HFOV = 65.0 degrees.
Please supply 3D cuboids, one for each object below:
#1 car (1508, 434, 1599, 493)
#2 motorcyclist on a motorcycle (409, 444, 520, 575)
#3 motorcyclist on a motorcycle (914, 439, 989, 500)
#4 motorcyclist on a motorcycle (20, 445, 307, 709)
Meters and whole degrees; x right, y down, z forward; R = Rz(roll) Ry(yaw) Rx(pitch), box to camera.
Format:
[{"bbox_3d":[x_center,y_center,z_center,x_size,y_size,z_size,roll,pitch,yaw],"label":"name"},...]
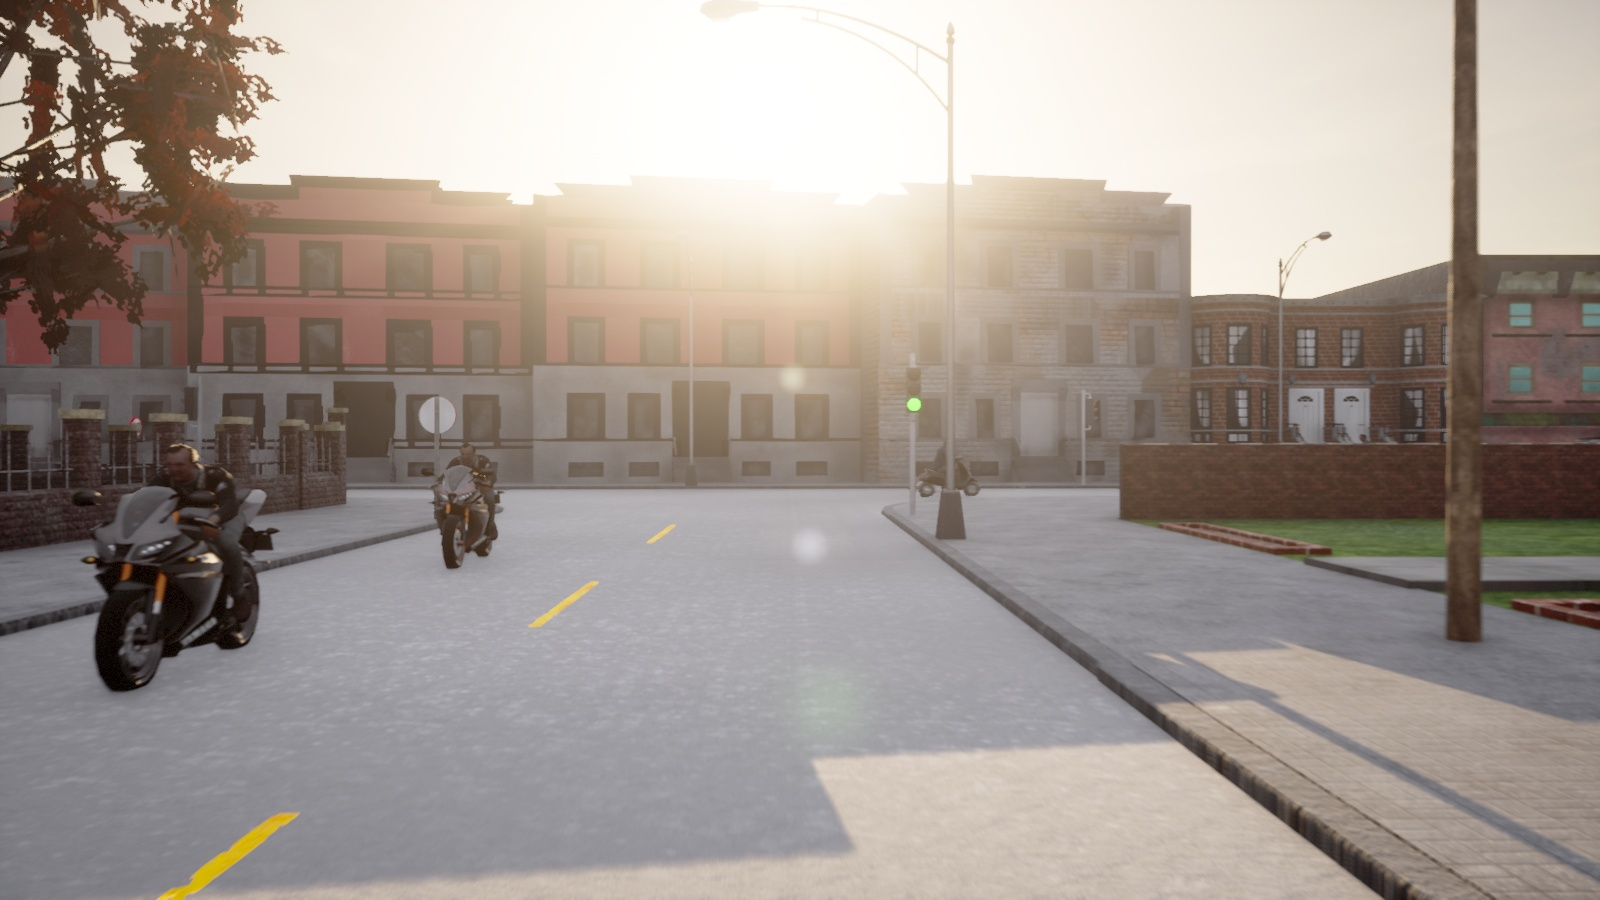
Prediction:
[{"bbox_3d":[24.700,0.403,38.711,4.553,1.767,2.097,0,0,-1],"label":"car"},{"bbox_3d":[-4.156,0.690,15.739,0.866,1.530,2.191,0,0,-2],"label":"motorcyclist on a motorcycle"},{"bbox_3d":[4.107,0.511,34.034,1.817,1.590,0.866,0,2,-16],"label":"motorcyclist on a motorcycle"},{"bbox_3d":[-4.119,0.731,8.378,0.866,1.530,2.191,0,0,-2],"label":"motorcyclist on a motorcycle"}]
